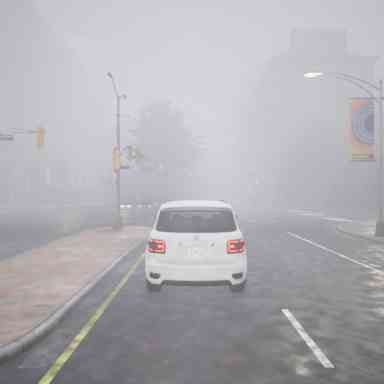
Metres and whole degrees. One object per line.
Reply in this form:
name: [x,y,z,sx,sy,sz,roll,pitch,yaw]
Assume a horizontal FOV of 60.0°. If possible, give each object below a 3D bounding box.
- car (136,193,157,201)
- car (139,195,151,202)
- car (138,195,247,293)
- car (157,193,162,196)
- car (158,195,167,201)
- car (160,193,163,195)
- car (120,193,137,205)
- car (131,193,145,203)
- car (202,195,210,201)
car: [-7.881,1.352,57.896,2.097,1.767,4.553,0,0,0]
car: [-11.224,1.525,80.034,2.128,1.511,4.902,0,0,0]
car: [0.102,1.221,9.012,2.150,2.045,5.566,0,0,0]
car: [-7.794,1.526,66.780,1.812,1.442,4.674,0,0,1]
car: [-7.702,1.552,86.212,1.994,1.385,4.181,0,0,0]
car: [-7.736,1.225,76.397,2.150,2.045,5.566,0,0,0]
car: [-11.363,1.491,59.677,2.128,1.511,4.902,0,0,1]
car: [-11.260,1.225,69.596,2.150,2.045,5.566,0,0,0]
car: [3.811,1.540,89.859,2.033,1.411,5.357,0,0,0]
